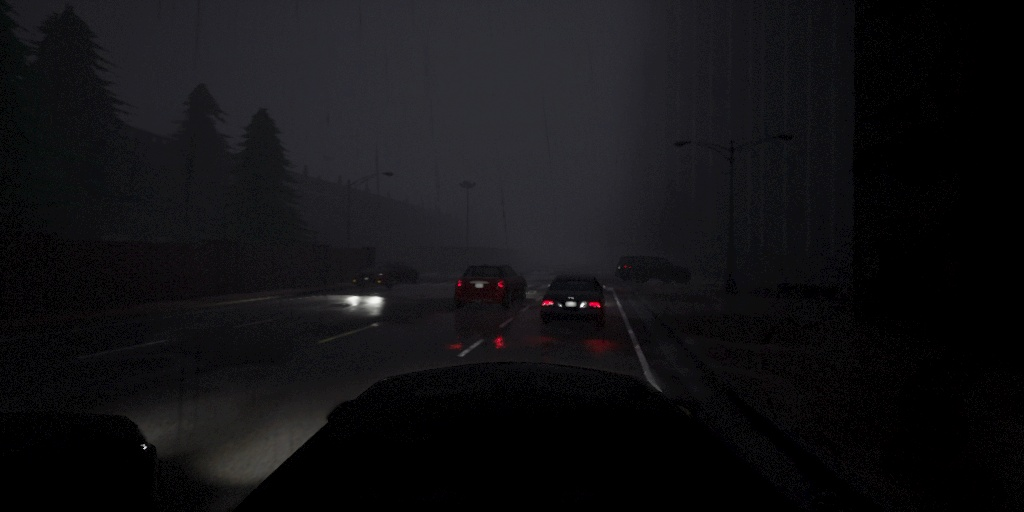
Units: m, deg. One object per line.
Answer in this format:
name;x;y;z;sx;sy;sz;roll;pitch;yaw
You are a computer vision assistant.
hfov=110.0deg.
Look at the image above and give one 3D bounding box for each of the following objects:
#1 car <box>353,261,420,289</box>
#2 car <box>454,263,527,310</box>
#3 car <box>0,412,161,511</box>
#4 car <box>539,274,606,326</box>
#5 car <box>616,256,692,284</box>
car;-6.905;0.961;20.100;1.994;1.385;4.181;0;0;14
car;-0.731;1.086;15.016;2.097;1.767;4.553;0;0;12
car;-3.164;1.239;0.296;1.837;1.490;4.892;0;1;-2
car;2.070;1.301;11.785;2.033;1.411;5.357;0;0;12
car;10.721;1.041;27.266;5.566;2.045;2.150;1;-2;-9
